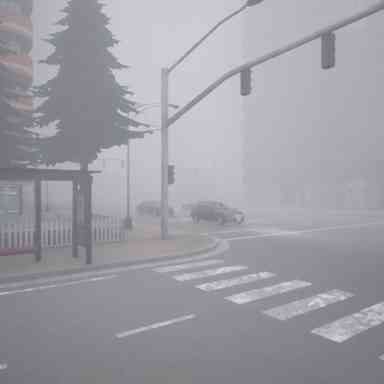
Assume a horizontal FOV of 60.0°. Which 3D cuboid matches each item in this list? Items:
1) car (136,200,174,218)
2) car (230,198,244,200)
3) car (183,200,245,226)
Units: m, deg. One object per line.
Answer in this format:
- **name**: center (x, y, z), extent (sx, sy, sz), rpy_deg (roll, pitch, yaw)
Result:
- **car**: center (-3.583, 1.530, 31.770), extent (1.882, 1.535, 5.008), rpy_deg (0, 0, -35)
- **car**: center (1.989, 1.529, 29.950), extent (1.882, 1.535, 5.008), rpy_deg (0, 0, -35)
- **car**: center (1.754, 1.544, 24.158), extent (2.128, 1.511, 4.902), rpy_deg (0, 0, -34)
